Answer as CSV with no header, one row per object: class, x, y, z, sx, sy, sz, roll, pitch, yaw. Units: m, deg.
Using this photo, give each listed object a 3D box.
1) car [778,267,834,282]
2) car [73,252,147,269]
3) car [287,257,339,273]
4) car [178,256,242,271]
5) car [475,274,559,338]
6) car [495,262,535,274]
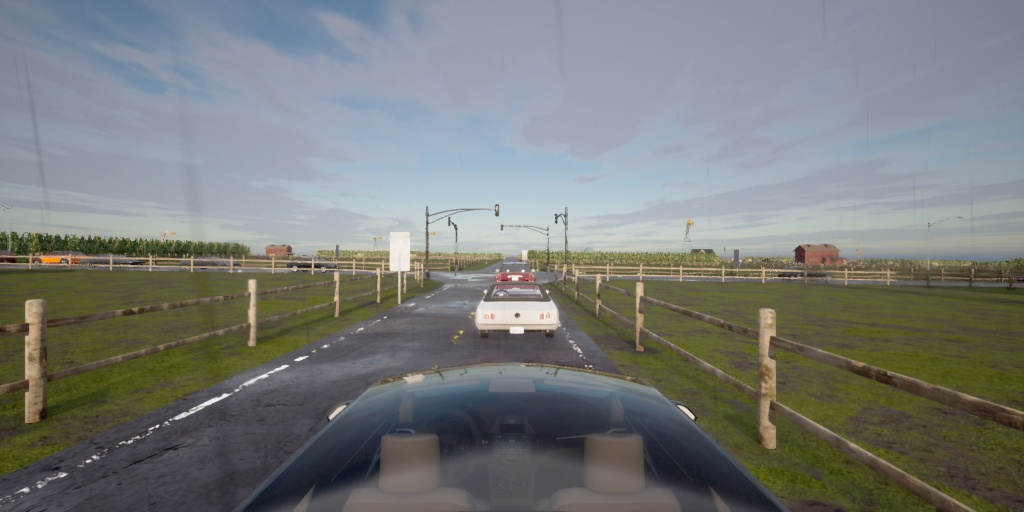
car,30.005,1.852,36.576,4.892,1.490,1.837,1,0,0
car,-40.883,0.569,36.805,5.357,1.411,2.033,1,0,1
car,-20.316,0.898,36.730,4.892,1.490,1.837,1,0,0
car,-30.928,0.749,36.764,5.357,1.411,2.033,1,0,0
car,0.124,1.352,10.135,1.895,1.301,4.718,0,0,0
car,0.180,1.104,19.123,2.097,1.767,4.553,0,0,1
